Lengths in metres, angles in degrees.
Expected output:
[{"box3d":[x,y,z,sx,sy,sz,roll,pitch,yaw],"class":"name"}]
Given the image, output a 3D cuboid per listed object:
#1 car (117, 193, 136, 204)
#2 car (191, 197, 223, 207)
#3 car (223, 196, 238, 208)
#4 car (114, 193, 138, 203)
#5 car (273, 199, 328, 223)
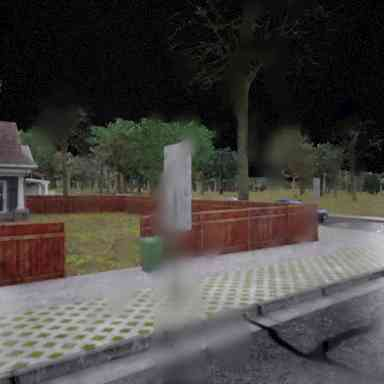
[{"box3d":[-9.059,0.902,44.767,1.812,1.442,4.674,0,1,-36],"class":"car"},{"box3d":[0.200,1.171,31.941,2.033,1.411,5.357,0,1,-37],"class":"car"},{"box3d":[3.481,1.159,32.466,1.812,1.442,4.674,0,1,-36],"class":"car"},{"box3d":[-10.201,0.872,51.260,1.895,1.301,4.718,0,1,-36],"class":"car"},{"box3d":[6.830,1.276,22.790,1.882,1.535,5.008,0,1,-36],"class":"car"}]
